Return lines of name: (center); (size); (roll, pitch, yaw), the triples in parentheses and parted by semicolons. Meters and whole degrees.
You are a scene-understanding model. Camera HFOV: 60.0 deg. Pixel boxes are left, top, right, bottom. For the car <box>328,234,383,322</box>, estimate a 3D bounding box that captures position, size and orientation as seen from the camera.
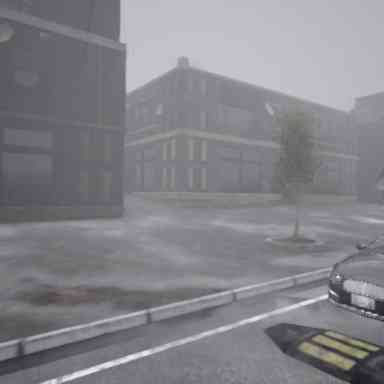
car: (4.736, 1.495, 6.755); (4.902, 1.511, 2.128); (0, 0, -35)
